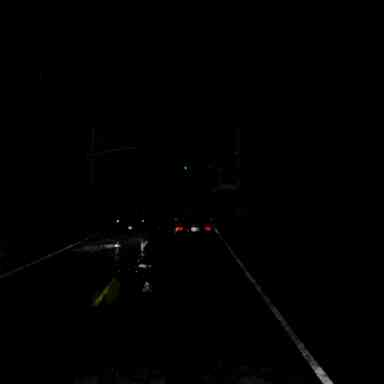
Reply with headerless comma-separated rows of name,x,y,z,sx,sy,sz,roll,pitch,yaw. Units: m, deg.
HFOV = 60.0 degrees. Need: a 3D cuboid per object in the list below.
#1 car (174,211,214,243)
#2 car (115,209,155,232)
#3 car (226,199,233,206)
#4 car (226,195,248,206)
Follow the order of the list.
car,0.083,1.666,16.738,2.033,1.411,5.357,0,0,0
car,-3.523,1.751,21.167,1.895,1.301,4.718,0,0,0
car,8.784,1.569,60.174,4.605,1.855,1.932,0,0,-1
car,8.367,1.588,62.683,3.866,1.878,1.905,0,0,-1
